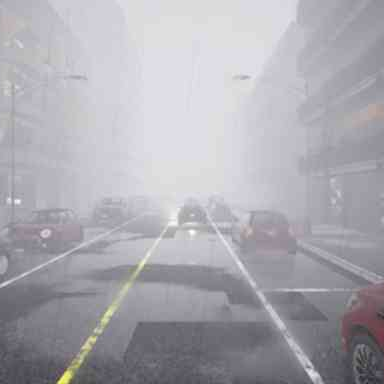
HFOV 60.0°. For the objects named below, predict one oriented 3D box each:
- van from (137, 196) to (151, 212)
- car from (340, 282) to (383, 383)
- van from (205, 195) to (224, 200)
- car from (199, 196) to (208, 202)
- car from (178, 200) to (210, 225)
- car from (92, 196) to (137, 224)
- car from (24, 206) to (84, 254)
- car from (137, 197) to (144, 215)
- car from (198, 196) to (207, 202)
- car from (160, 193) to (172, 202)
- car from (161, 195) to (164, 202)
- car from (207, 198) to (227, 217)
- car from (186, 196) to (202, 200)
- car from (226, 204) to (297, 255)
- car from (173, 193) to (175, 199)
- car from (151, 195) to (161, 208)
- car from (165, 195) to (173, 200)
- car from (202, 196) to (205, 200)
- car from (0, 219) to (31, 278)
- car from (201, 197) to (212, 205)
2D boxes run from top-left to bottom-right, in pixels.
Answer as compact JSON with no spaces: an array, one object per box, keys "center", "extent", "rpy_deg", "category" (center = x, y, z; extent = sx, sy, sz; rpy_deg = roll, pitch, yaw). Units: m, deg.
[{"center":[-5.809,1.272,35.828],"extent":[1.690,1.788,3.998],"rpy_deg":[0,0,0],"category":"van"},{"center":[2.695,1.308,1.717],"extent":[2.192,1.841,5.009],"rpy_deg":[0,0,0],"category":"car"},{"center":[2.571,1.264,35.856],"extent":[1.690,1.788,3.998],"rpy_deg":[0,0,0],"category":"van"},{"center":[2.446,1.484,69.999],"extent":[1.802,1.307,4.206],"rpy_deg":[0,0,0],"category":"car"},{"center":[0.016,1.508,23.922],"extent":[1.994,1.385,4.181],"rpy_deg":[0,0,0],"category":"car"},{"center":[-5.768,1.263,24.449],"extent":[2.192,1.841,5.009],"rpy_deg":[0,0,0],"category":"car"},{"center":[-5.727,1.413,13.071],"extent":[1.967,1.590,4.097],"rpy_deg":[0,0,0],"category":"car"},{"center":[-5.789,1.464,29.971],"extent":[1.752,1.417,4.829],"rpy_deg":[0,0,0],"category":"car"},{"center":[2.425,1.484,75.689],"extent":[1.802,1.307,4.206],"rpy_deg":[0,0,0],"category":"car"},{"center":[-5.934,1.225,69.970],"extent":[2.192,1.841,5.009],"rpy_deg":[0,0,0],"category":"car"},{"center":[-5.873,1.498,52.901],"extent":[1.802,1.307,4.206],"rpy_deg":[0,0,0],"category":"car"},{"center":[2.590,1.513,30.169],"extent":[1.802,1.307,4.206],"rpy_deg":[0,0,0],"category":"car"},{"center":[-0.044,1.397,41.179],"extent":[1.882,1.535,5.008],"rpy_deg":[0,0,0],"category":"car"},{"center":[2.653,1.405,13.098],"extent":[1.967,1.590,4.097],"rpy_deg":[0,0,0],"category":"car"},{"center":[-5.976,1.477,81.351],"extent":[1.947,1.339,4.313],"rpy_deg":[0,0,0],"category":"car"},{"center":[-5.851,1.445,47.039],"extent":[1.752,1.417,4.829],"rpy_deg":[0,0,0],"category":"car"},{"center":[-5.997,1.497,87.040],"extent":[1.802,1.307,4.206],"rpy_deg":[0,0,0],"category":"car"},{"center":[2.549,1.461,41.548],"extent":[1.887,1.381,4.507],"rpy_deg":[0,0,0],"category":"car"},{"center":[-5.707,1.537,7.380],"extent":[2.008,1.369,4.403],"rpy_deg":[0,0,0],"category":"car"},{"center":[2.487,1.488,58.618],"extent":[1.802,1.307,4.206],"rpy_deg":[0,0,0],"category":"car"}]
